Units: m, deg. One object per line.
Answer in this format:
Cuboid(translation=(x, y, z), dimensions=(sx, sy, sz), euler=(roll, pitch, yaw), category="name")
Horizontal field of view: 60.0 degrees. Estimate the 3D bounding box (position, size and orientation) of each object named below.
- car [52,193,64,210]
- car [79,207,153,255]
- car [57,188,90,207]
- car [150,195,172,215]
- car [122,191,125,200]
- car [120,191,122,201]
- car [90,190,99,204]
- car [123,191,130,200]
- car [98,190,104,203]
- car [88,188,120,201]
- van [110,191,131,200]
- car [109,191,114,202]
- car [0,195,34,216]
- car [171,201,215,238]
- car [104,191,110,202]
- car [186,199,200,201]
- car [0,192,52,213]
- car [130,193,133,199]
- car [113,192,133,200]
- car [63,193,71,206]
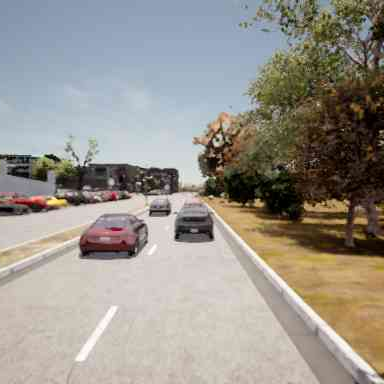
Cuboid(translation=(-16.643, 1.232, 35.041), dimensions=(5.366, 1.575, 1.946), euler=(-1, 0, -20), category="car")
Cuboid(translation=(-2.902, 1.525, 13.117), dimensions=(1.994, 1.385, 4.181), euler=(0, 0, 0), category="car")
Cuboid(translation=(-16.840, 0.915, 43.956), dimensions=(5.566, 2.045, 2.435), euler=(-1, 1, -20), category="car")
Cuboid(translation=(-2.904, 1.332, 31.127), dimensions=(2.033, 1.411, 5.357), euler=(0, 1, 0), category="car")
Cuboid(translation=(-16.782, 1.107, 67.985), dimensions=(4.674, 1.452, 2.002), euler=(-1, 0, -20), category="car")
Cuboid(translation=(-16.971, 1.075, 64.918), dimensions=(5.366, 1.575, 1.946), euler=(-1, 0, -20), category="car")
Cuboid(translation=(-16.780, 1.004, 49.984), dimensions=(4.553, 1.767, 2.185), euler=(-1, 1, -20), category="car")
Cuboid(translation=(-16.803, 0.808, 70.981), dimensions=(5.566, 2.045, 2.435), euler=(-1, 0, -20), category="car")
Cuboid(translation=(-16.841, 0.991, 52.969), dimensions=(4.553, 1.767, 2.185), euler=(-1, 0, -20), category="car")
Cuboid(translation=(-16.831, 0.833, 61.967), dimensions=(5.566, 2.045, 2.435), euler=(-1, 0, -20), category="car")
Cuboid(translation=(-16.617, 0.815, 77.053), dimensions=(4.442, 1.987, 1.878), euler=(-1, 0, -19), category="van")
Cuboid(translation=(-16.830, 1.123, 58.964), dimensions=(4.792, 1.488, 2.163), euler=(-1, 1, -20), category="car")
Cuboid(translation=(-16.794, 1.328, 28.986), dimensions=(4.792, 1.488, 2.163), euler=(-1, 0, -20), category="car")
Cuboid(translation=(0.098, 1.434, 17.118), dimensions=(1.837, 1.490, 4.892), euler=(0, 1, 0), category="car")
Cuboid(translation=(-16.814, 1.105, 55.980), dimensions=(4.892, 1.521, 2.231), euler=(-1, 0, -20), category="car")
Cuboid(translation=(0.096, 1.346, 35.075), dimensions=(1.895, 1.301, 4.718), euler=(0, 1, 0), category="car")
Cuboid(translation=(-16.798, 1.017, 31.987), dimensions=(5.566, 2.045, 2.435), euler=(-1, 0, -20), category="car")
Cuboid(translation=(-16.732, 0.799, 74.017), dimensions=(5.566, 2.045, 2.435), euler=(-1, 0, -20), category="car")
Cuboid(translation=(-16.643, 0.908, 80.031), dimensions=(4.553, 1.767, 2.185), euler=(-1, 0, -19), category="car")
Cuboid(translation=(-16.989, 1.213, 37.907), dimensions=(5.366, 1.575, 1.946), euler=(-1, 1, -20), category="car")
